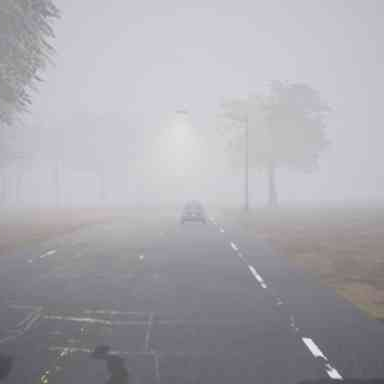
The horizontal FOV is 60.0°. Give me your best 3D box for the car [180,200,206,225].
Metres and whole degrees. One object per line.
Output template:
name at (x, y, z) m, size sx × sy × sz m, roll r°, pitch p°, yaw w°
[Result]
car at (0.101, 1.597, 24.797) m, size 2.033 × 1.411 × 5.357 m, roll 0°, pitch 0°, yaw 0°
